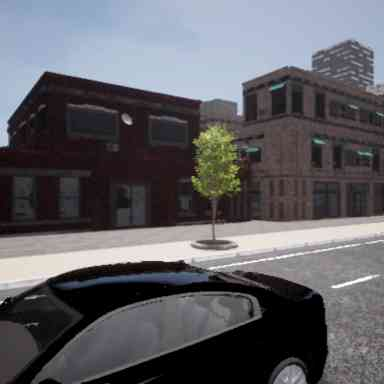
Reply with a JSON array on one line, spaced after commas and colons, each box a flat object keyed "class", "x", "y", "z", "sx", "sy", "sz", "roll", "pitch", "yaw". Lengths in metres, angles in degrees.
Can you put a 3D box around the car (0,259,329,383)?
[{"class": "car", "x": -0.800, "y": 1.485, "z": 3.063, "sx": 5.008, "sy": 1.535, "sz": 1.882, "roll": 0, "pitch": 0, "yaw": -35}]
